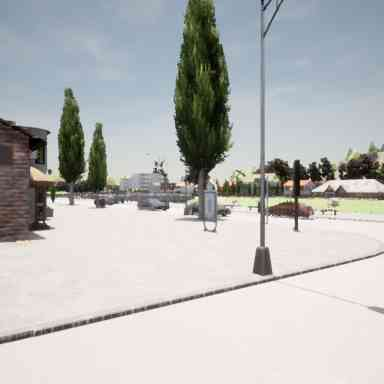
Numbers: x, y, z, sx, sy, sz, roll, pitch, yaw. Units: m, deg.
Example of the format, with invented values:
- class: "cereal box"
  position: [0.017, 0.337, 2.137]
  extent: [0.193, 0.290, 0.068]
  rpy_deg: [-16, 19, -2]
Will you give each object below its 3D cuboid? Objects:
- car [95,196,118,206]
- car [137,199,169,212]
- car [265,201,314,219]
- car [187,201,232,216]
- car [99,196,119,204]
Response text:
- class: "car"
  position: [-14.008, 1.564, 53.092]
  extent: [1.994, 1.385, 4.181]
  rpy_deg: [0, 0, -35]
- class: "car"
  position: [-4.796, 1.547, 40.133]
  extent: [2.033, 1.411, 5.357]
  rpy_deg: [0, 0, -36]
- class: "car"
  position: [8.357, 1.525, 29.004]
  extent: [1.812, 1.442, 4.674]
  rpy_deg: [0, 0, -36]
- class: "car"
  position: [1.360, 1.547, 31.560]
  extent: [2.033, 1.411, 5.357]
  rpy_deg: [0, 0, -36]
- class: "car"
  position: [-15.690, 1.477, 62.493]
  extent: [1.882, 1.535, 5.008]
  rpy_deg: [0, 0, -36]
